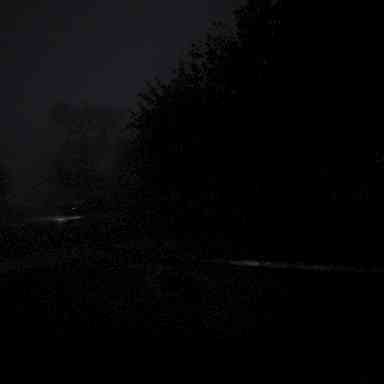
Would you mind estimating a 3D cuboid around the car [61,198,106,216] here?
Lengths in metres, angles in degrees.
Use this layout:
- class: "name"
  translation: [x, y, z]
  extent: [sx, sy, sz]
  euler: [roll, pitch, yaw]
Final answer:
- class: "car"
  translation: [-10.221, 1.361, 31.691]
  extent: [1.882, 1.535, 5.008]
  euler: [-1, 1, 22]
